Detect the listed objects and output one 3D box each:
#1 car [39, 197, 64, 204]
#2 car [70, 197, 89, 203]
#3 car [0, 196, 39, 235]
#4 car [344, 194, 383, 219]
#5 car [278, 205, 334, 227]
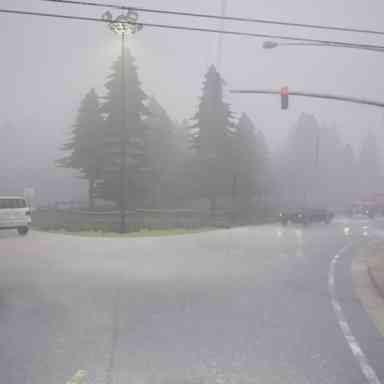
[{"bbox_3d":[-20.633,1.518,48.706,2.128,1.511,4.902,0,0,10],"label":"car"},{"bbox_3d":[-16.701,1.517,50.782,2.128,1.511,4.902,0,0,12],"label":"car"},{"bbox_3d":[-10.800,1.247,18.121,5.566,2.045,2.150,0,0,42],"label":"car"},{"bbox_3d":[15.906,1.221,30.029,5.566,2.045,2.150,0,0,-41],"label":"car"},{"bbox_3d":[7.948,1.600,23.035,4.718,1.301,1.895,0,0,-43],"label":"car"}]
